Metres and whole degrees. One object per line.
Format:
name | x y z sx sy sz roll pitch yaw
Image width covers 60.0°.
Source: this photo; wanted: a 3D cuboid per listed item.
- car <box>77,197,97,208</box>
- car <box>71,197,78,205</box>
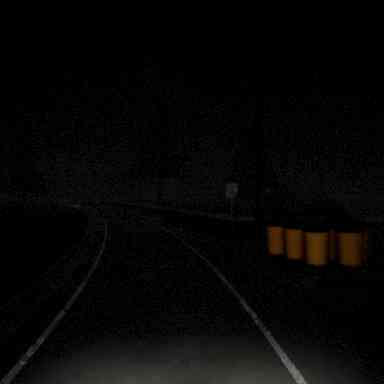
car | -16.038 1.654 51.624 1.994 1.385 4.181 0 0 -28
car | -20.709 1.640 60.403 1.812 1.442 4.674 0 0 -28
